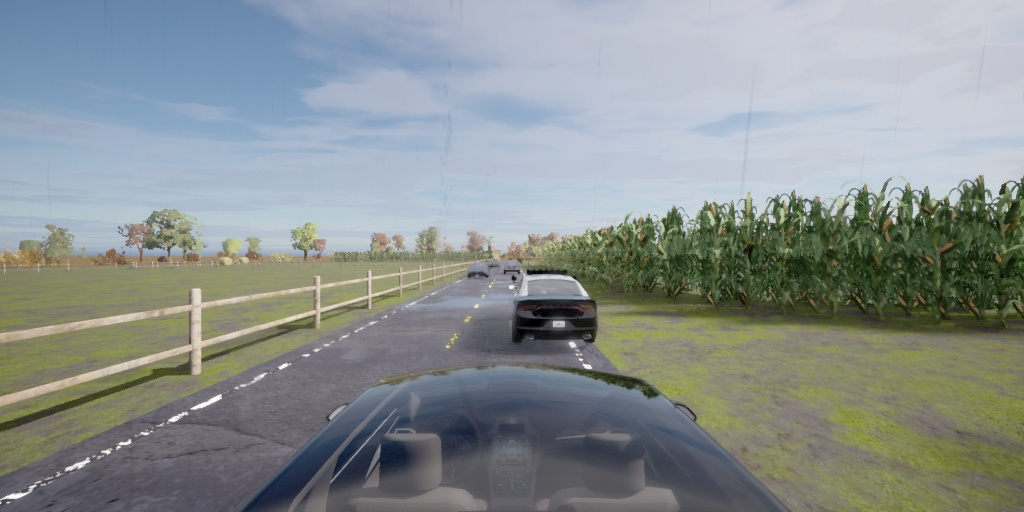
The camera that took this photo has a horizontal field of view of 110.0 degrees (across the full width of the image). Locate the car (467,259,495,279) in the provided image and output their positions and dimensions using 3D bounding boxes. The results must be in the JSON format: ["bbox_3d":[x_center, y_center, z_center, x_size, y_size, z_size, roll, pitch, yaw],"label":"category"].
[{"bbox_3d":[-2.932,1.297,32.791,2.033,1.411,5.357,0,0,0],"label":"car"}]

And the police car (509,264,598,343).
[{"bbox_3d":[0.942,1.175,9.840,1.930,1.638,5.238,0,0,0],"label":"police car"}]

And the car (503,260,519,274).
[{"bbox_3d":[-0.017,1.298,40.681,2.033,1.411,5.357,0,0,0],"label":"car"}]

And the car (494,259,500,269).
[{"bbox_3d":[-2.900,1.257,58.246,1.837,1.490,4.892,0,0,0],"label":"car"}]
